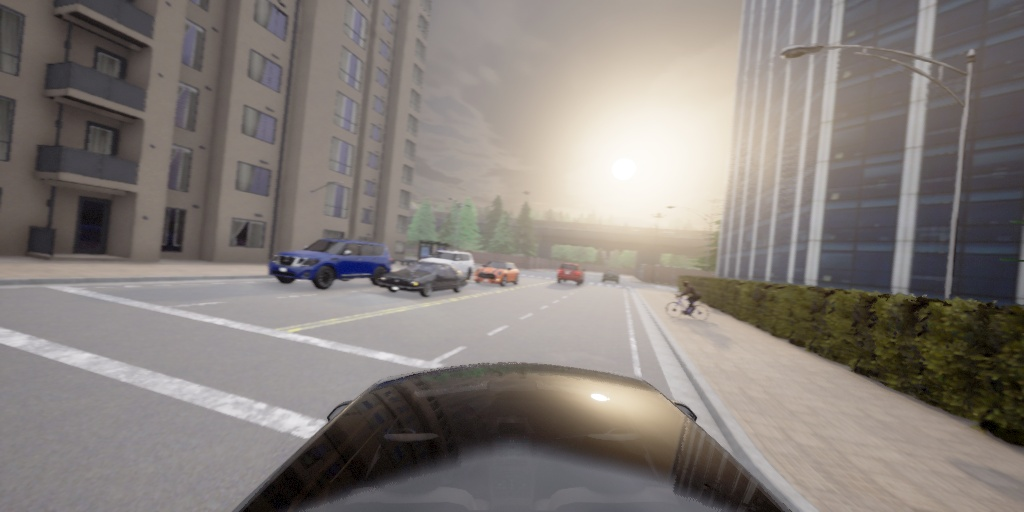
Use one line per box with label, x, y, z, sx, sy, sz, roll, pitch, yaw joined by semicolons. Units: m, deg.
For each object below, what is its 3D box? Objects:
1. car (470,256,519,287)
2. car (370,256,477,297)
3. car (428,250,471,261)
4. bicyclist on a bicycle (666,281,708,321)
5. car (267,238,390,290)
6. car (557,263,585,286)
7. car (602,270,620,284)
car;-0.999;1.118;25.619;2.097;1.767;4.553;6;0;17
car;-3.773;0.978;16.609;2.033;1.411;5.357;6;0;17
car;-4.588;0.613;25.756;2.150;2.045;5.566;6;0;17
bicyclist on a bicycle;7.418;1.889;15.133;1.656;1.620;0.582;6;0;17
car;-7.611;0.246;15.851;2.150;2.045;5.566;6;0;17
car;5.946;1.765;35.857;2.150;2.045;5.566;6;0;17
car;13.446;2.697;48.604;2.097;1.767;4.553;6;0;17
